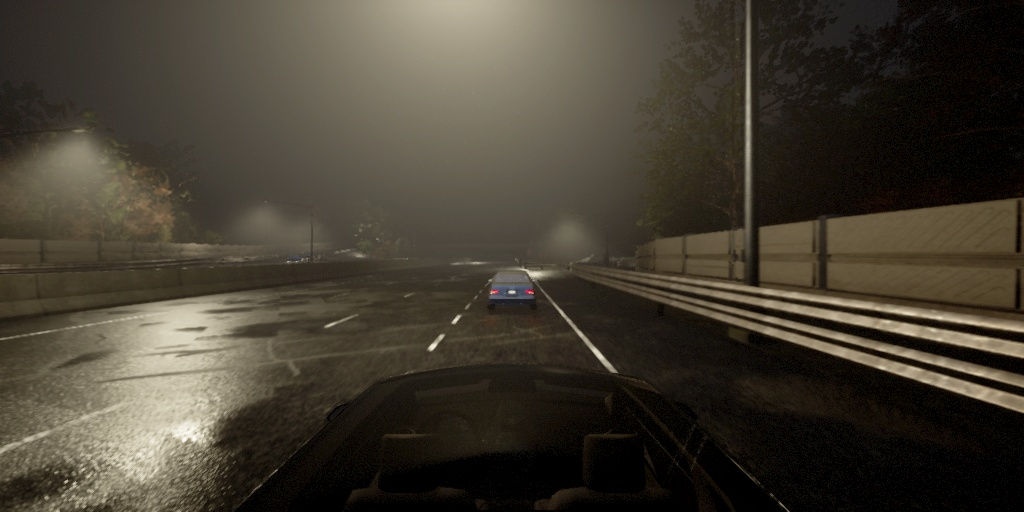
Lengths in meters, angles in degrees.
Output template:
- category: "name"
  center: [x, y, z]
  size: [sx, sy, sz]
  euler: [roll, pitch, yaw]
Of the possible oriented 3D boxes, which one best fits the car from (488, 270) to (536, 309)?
- category: "car"
  center: [0.002, 1.297, 14.866]
  size: [2.033, 1.411, 5.357]
  euler: [0, 0, 0]
